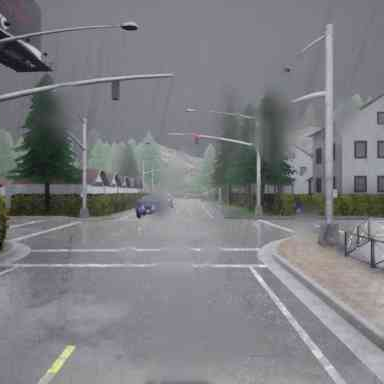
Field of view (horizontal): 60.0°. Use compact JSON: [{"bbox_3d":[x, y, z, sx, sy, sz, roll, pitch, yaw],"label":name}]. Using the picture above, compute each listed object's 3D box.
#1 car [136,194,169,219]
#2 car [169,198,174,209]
[{"bbox_3d":[-3.591,1.220,29.821,2.150,2.045,5.566,0,0,0],"label":"car"},{"bbox_3d":[-3.574,1.525,45.691,1.812,1.442,4.674,0,0,0],"label":"car"}]
